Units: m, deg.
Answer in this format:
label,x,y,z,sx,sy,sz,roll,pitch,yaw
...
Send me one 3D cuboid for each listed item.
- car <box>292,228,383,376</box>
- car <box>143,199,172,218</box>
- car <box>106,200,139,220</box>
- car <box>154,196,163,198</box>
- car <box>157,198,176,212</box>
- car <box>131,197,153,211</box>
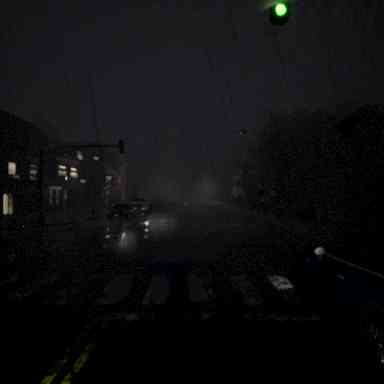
label,x,y,z,sx,sy,sz,roll,pitch,yaw
car,3.347,1.405,5.815,2.097,1.767,4.553,0,-1,0
car,-3.391,1.783,33.485,1.882,1.535,5.008,0,-1,0
car,-6.653,1.814,31.660,1.812,1.442,4.674,0,-1,1
car,-6.656,1.824,65.875,2.150,2.045,5.566,0,-1,0
car,-3.419,1.897,42.992,1.837,1.490,4.892,0,-1,0
car,-6.669,1.605,41.851,2.150,2.045,5.566,0,-1,0
